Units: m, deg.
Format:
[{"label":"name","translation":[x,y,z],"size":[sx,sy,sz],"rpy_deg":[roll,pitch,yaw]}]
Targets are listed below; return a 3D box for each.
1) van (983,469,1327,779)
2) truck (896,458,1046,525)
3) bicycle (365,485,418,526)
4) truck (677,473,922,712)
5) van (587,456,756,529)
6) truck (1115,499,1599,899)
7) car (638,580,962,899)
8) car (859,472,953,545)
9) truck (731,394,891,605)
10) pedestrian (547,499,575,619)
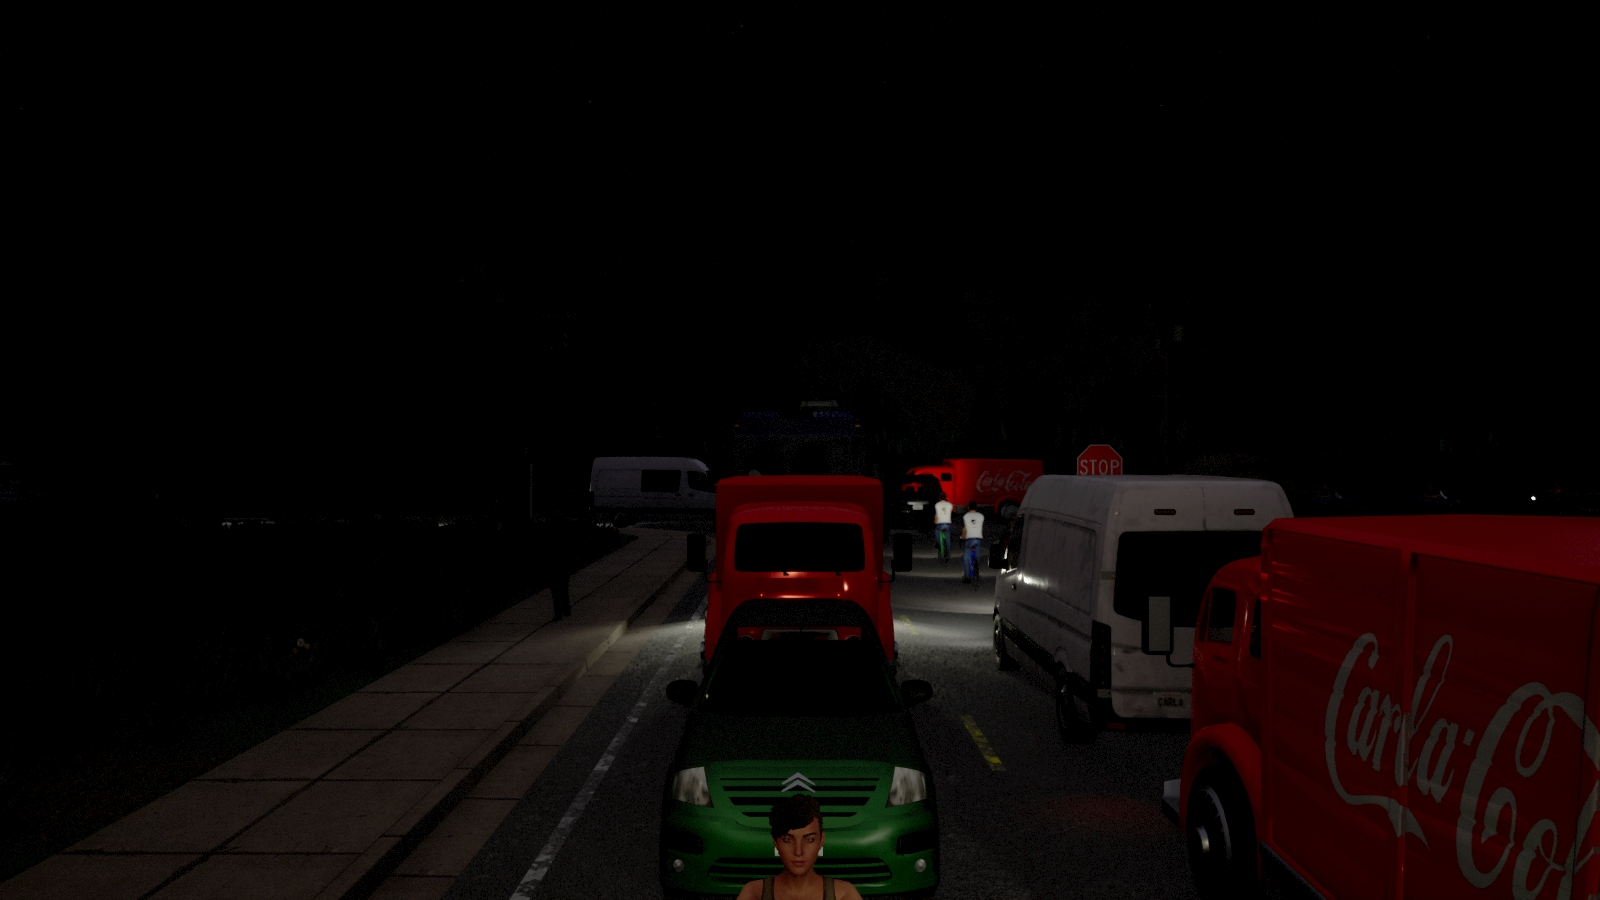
[{"label":"van","translation":[3.517,1.543,12.749],"size":[1.988,2.561,5.915],"rpy_deg":[0,0,0]},{"label":"truck","translation":[6.545,1.566,44.121],"size":[5.204,2.467,2.627],"rpy_deg":[0,0,-9]},{"label":"bicycle","translation":[-15.091,2.051,42.196],"size":[1.835,1.471,0.329],"rpy_deg":[0,0,3]},{"label":"truck","translation":[-0.012,1.578,14.852],"size":[2.627,2.467,5.204],"rpy_deg":[0,0,0]},{"label":"van","translation":[-4.628,1.527,41.702],"size":[5.915,2.561,1.988],"rpy_deg":[0,0,3]},{"label":"truck","translation":[3.501,1.572,5.334],"size":[2.627,2.467,5.204],"rpy_deg":[0,0,0]},{"label":"car","translation":[-0.002,2.006,8.512],"size":[1.851,1.617,3.988],"rpy_deg":[0,0,0]},{"label":"car","translation":[3.309,1.797,36.749],"size":[2.150,2.045,5.566],"rpy_deg":[0,0,-4]},{"label":"truck","translation":[0.183,0.906,24.972],"size":[2.891,3.827,8.468],"rpy_deg":[0,0,0]},{"label":"pedestrian","translation":[-3.763,1.705,17.998],"size":[0.375,1.860,0.375],"rpy_deg":[0,0,0]}]
